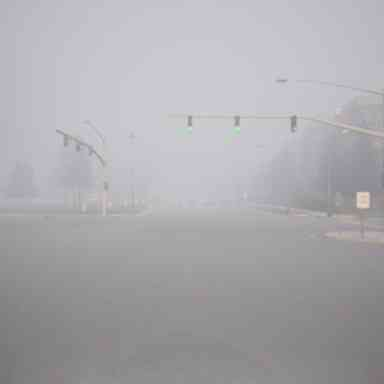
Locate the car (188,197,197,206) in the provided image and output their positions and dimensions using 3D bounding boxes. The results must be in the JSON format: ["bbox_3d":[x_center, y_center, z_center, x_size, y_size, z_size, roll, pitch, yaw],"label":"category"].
[{"bbox_3d":[0.062,2.252,71.473,1.994,1.385,4.181,0,-1,0],"label":"car"}]

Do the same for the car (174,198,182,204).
[{"bbox_3d":[-3.431,2.244,81.510,1.812,1.442,4.674,0,-1,0],"label":"car"}]

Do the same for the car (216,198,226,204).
[{"bbox_3d":[7.069,2.260,81.502,2.033,1.411,5.357,0,-1,0],"label":"car"}]

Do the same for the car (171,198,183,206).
[{"bbox_3d":[-3.438,2.055,71.481,2.097,1.767,4.553,0,-1,0],"label":"car"}]

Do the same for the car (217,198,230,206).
[{"bbox_3d":[7.062,2.296,71.531,1.895,1.301,4.718,0,-1,0],"label":"car"}]

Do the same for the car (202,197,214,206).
[{"bbox_3d":[3.562,2.253,71.504,1.994,1.385,4.181,0,-1,0],"label":"car"}]

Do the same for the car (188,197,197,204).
[{"bbox_3d":[0.069,2.075,81.479,2.097,1.767,4.553,0,-1,0],"label":"car"}]
